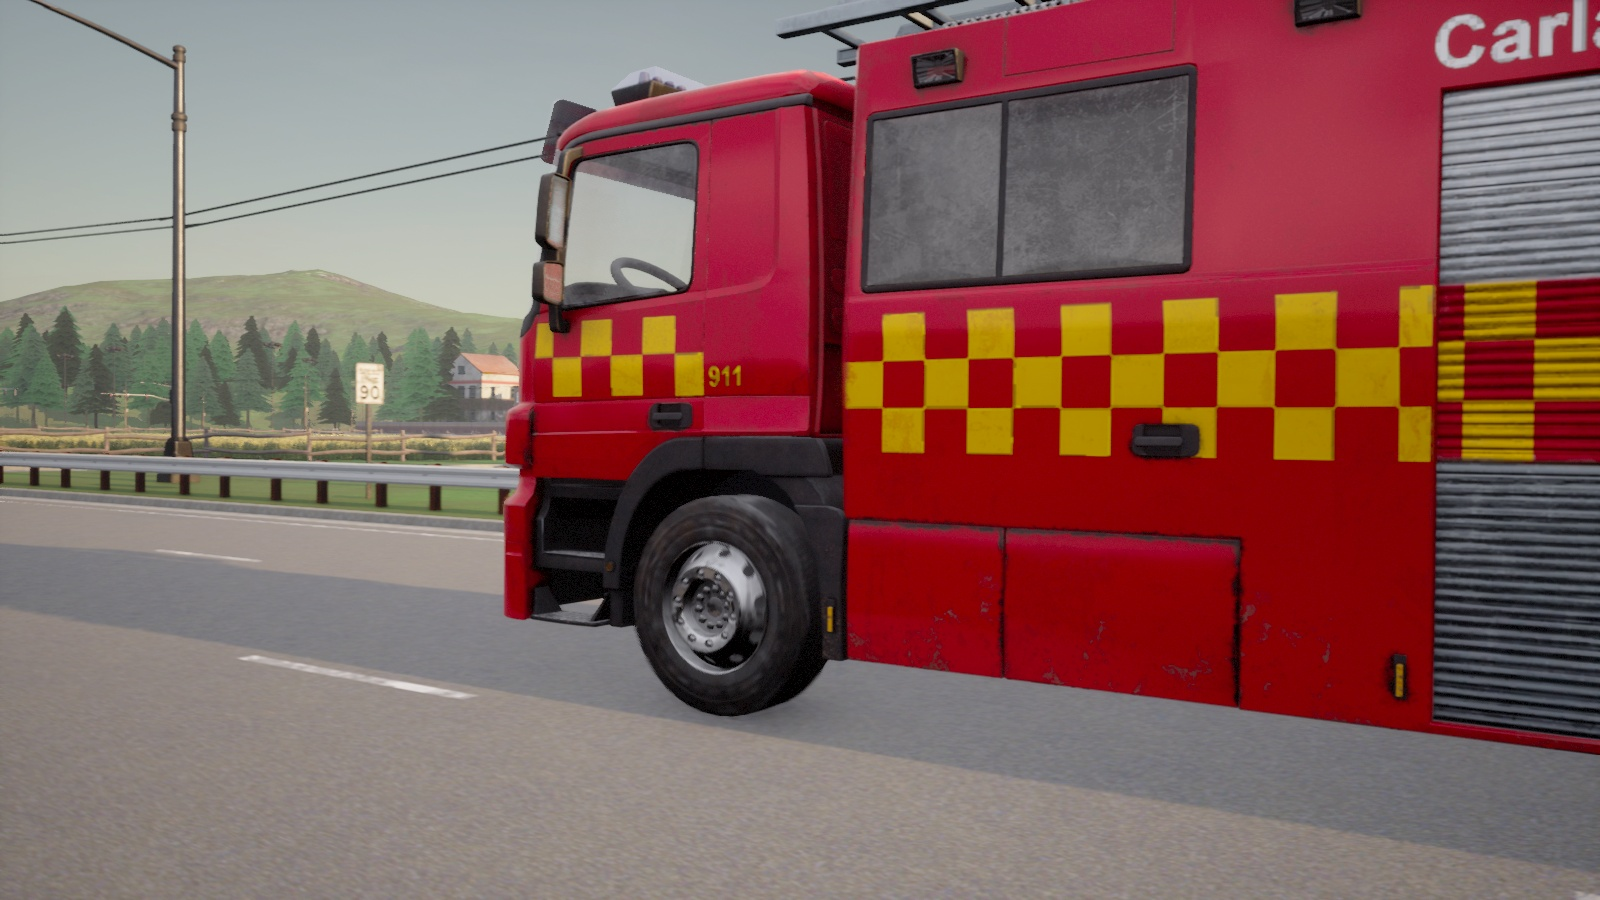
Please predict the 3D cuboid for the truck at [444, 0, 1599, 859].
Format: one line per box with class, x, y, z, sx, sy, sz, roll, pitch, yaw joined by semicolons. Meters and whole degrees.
truck;2.238;-0.540;6.316;8.468;3.827;2.891;0;1;34
